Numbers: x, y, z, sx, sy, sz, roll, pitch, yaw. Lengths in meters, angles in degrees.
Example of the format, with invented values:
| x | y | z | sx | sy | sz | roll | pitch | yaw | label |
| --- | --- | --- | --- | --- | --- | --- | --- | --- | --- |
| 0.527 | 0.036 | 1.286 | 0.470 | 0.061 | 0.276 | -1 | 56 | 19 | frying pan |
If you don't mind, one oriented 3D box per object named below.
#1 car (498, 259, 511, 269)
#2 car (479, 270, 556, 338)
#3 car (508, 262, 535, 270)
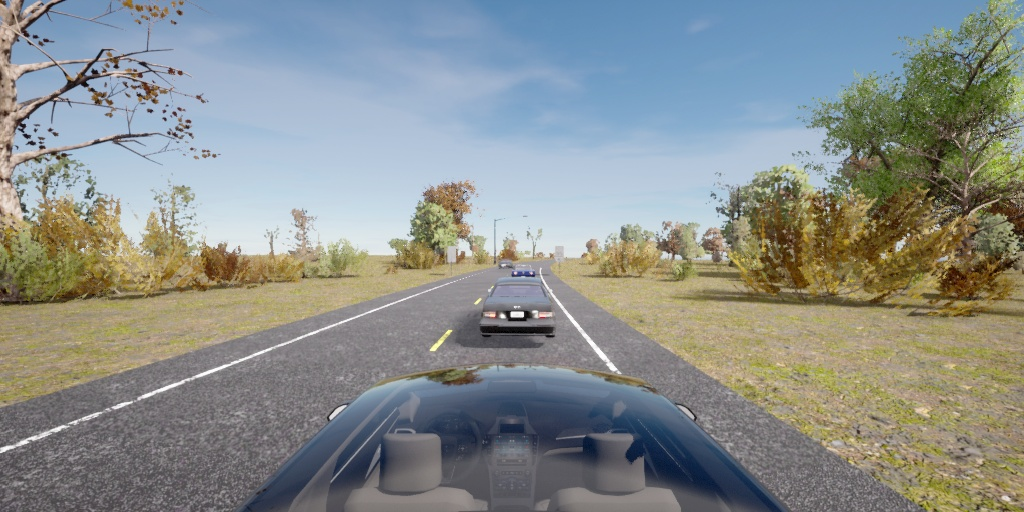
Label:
| x | y | z | sx | sy | sz | roll | pitch | yaw | label |
| --- | --- | --- | --- | --- | --- | --- | --- | --- | --- |
| -0.975 | 1.240 | 54.323 | 2.128 | 1.511 | 4.902 | 0 | 0 | 6 | car |
| 0.210 | 1.299 | 10.181 | 2.033 | 1.411 | 5.357 | 0 | 0 | 2 | car |
| 0.947 | 1.353 | 29.774 | 1.895 | 1.301 | 4.718 | 0 | 0 | 2 | car |
